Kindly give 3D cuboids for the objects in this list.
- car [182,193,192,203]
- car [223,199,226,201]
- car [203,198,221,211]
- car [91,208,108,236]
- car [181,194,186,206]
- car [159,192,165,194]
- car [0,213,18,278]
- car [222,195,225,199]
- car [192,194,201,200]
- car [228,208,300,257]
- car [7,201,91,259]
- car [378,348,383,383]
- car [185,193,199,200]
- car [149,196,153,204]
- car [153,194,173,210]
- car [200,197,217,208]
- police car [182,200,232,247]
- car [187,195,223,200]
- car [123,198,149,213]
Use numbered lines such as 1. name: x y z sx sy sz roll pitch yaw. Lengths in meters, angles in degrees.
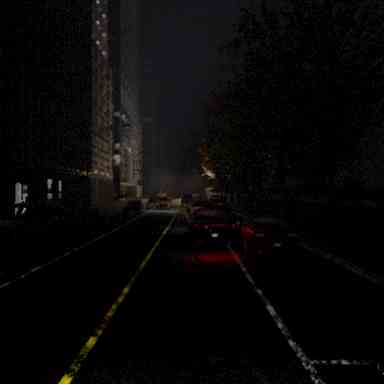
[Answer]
1. car: -1.014 1.139 66.224 2.097 1.767 4.553 0 0 -2
2. car: 2.624 1.518 29.358 1.802 1.307 4.206 0 0 -1
3. car: 2.358 1.474 40.482 1.802 1.307 4.206 0 0 -2
4. car: -5.830 1.535 18.208 1.947 1.339 4.313 0 0 0
5. car: -0.620 1.196 51.229 2.097 1.767 4.553 0 0 -2
6. car: -7.191 1.032 79.424 2.192 1.841 5.009 0 0 -2
7. car: -5.832 1.432 7.087 1.967 1.590 4.097 0 0 0
8. car: 2.506 1.230 34.923 2.192 1.841 5.009 0 0 -2
9. car: 1.190 1.243 84.944 2.008 1.369 4.403 0 0 -2
10. car: 2.695 1.526 12.700 1.887 1.381 4.507 0 0 0
11. car: -5.830 1.297 12.646 2.192 1.841 5.009 0 0 0
12. car: 2.693 1.549 1.579 2.008 1.369 4.403 0 0 0
13. car: 0.669 1.282 31.020 2.097 1.767 4.553 0 0 1
14. car: -6.609 1.399 57.193 1.802 1.307 4.206 0 0 -2
15. car: -3.458 1.364 41.539 1.882 1.535 5.008 0 0 -1
16. car: 2.212 1.418 46.040 2.008 1.369 4.403 0 0 -2
17. police car: 0.730 1.402 15.044 1.930 1.638 5.238 0 0 -3
18. car: 0.885 1.301 24.971 2.097 1.767 4.553 0 0 0
19. car: -6.025 1.480 34.954 1.947 1.339 4.313 0 0 -1
